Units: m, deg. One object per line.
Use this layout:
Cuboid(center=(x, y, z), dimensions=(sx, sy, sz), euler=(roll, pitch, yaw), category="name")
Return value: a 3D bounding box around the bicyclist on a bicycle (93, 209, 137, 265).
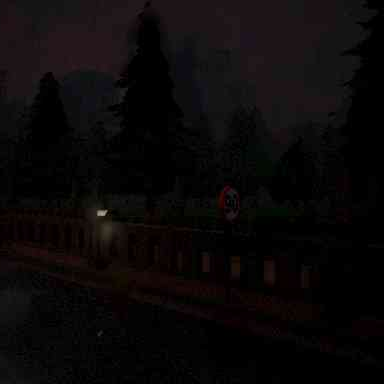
Cuboid(center=(-2.171, 1.339, 9.690), dimensions=(0.582, 1.620, 1.656), euler=(0, -3, 36), category="bicyclist on a bicycle")
